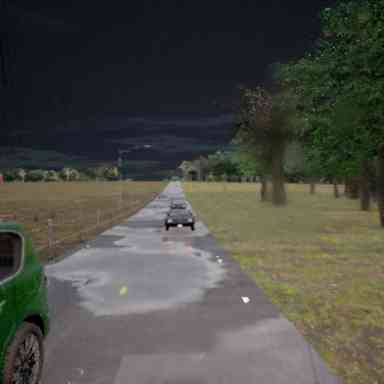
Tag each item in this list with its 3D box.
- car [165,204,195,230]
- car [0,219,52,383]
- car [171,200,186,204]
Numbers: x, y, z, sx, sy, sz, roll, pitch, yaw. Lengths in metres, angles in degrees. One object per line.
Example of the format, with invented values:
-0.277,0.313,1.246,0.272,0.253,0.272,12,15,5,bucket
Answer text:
-0.839,1.788,22.658,1.895,1.301,4.718,-1,0,-2,car
-2.759,1.291,1.998,2.150,2.045,5.566,-1,-1,-3,car
-1.626,1.616,40.177,1.895,1.301,4.718,-1,1,-2,car
